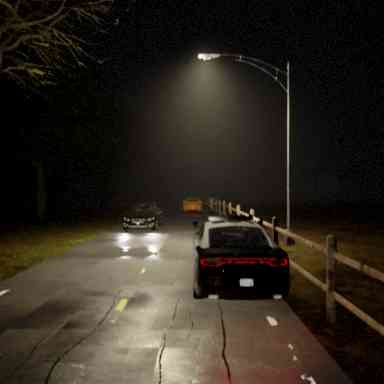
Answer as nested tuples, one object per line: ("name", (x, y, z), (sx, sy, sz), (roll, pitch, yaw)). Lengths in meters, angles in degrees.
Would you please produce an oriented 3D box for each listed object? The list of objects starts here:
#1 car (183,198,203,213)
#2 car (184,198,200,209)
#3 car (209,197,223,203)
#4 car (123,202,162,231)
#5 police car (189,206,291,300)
("car", (0.062, 1.336, 34.166), (1.882, 1.535, 5.008), (0, 0, 0))
("car", (0.011, 1.484, 45.814), (2.033, 1.411, 5.357), (0, -1, 1))
("car", (5.690, 1.895, 77.519), (1.812, 1.442, 4.674), (-1, -1, 34))
("car", (-2.854, 1.392, 19.921), (1.837, 1.490, 4.892), (0, 0, 0))
("police car", (0.960, 1.372, 8.440), (1.930, 1.638, 5.238), (0, 0, 0))
